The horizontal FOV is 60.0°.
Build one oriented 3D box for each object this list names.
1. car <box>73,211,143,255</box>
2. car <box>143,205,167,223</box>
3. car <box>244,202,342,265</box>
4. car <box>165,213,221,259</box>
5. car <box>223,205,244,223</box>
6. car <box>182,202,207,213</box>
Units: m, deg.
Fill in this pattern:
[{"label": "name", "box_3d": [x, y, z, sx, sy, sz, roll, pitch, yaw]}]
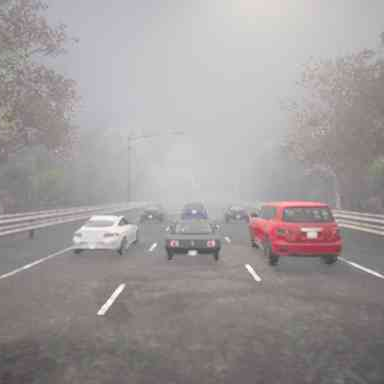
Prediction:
[{"label": "car", "box_3d": [-3.427, 1.672, 13.813, 1.812, 1.442, 4.674, 0, 0, 1]}, {"label": "car", "box_3d": [-3.271, 1.830, 28.801, 1.812, 1.442, 4.674, 0, 0, 1]}, {"label": "car", "box_3d": [3.548, 1.358, 12.425, 2.150, 2.045, 5.566, 0, 0, 1]}, {"label": "car", "box_3d": [0.060, 1.741, 13.146, 1.895, 1.301, 4.718, 0, -1, 1]}, {"label": "car", "box_3d": [3.727, 1.829, 28.702, 1.812, 1.442, 4.674, 0, 0, 1]}, {"label": "car", "box_3d": [0.217, 1.650, 28.276, 2.097, 1.767, 4.553, 0, -1, 1]}]
